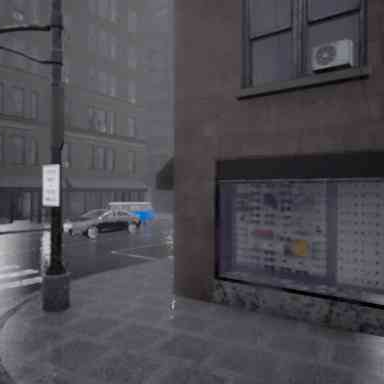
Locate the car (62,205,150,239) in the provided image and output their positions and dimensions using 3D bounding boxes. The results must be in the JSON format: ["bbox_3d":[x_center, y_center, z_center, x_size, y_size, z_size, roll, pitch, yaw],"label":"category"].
[{"bbox_3d":[-5.026,1.724,19.015,2.128,1.511,4.902,0,-1,35],"label":"car"}]

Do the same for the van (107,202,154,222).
[{"bbox_3d":[-4.536,1.633,24.198,1.690,1.788,3.998,-1,-1,35],"label":"van"}]
